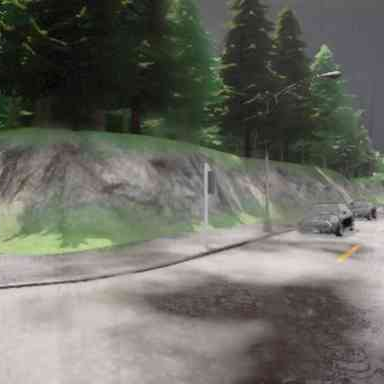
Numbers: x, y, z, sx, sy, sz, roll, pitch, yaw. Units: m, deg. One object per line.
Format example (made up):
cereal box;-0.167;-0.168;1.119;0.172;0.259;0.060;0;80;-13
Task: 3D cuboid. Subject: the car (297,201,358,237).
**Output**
car;7.410;1.353;18.281;2.097;1.767;4.553;0;0;36

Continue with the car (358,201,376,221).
car;13.878;1.507;27.327;1.837;1.490;4.892;0;0;36
